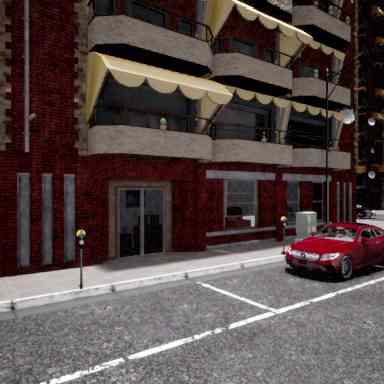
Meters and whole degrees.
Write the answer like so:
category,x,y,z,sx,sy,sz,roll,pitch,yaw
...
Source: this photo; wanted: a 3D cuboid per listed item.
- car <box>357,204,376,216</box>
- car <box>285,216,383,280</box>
category,x,y,z,sx,sy,sz,roll,pitch,yaw
car,15.537,1.806,32.935,2.128,1.511,4.902,0,-1,-36
car,4.594,1.582,9.888,4.206,1.307,1.802,0,0,-35
